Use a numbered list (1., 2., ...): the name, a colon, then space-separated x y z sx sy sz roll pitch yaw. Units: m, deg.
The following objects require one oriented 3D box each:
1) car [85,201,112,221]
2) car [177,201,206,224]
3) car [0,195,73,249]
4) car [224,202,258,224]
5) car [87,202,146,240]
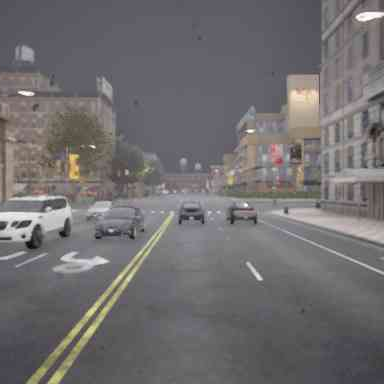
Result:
1. car: -7.140 1.469 26.869 1.812 1.442 4.674 0 0 0
2. car: -0.032 1.454 24.069 1.837 1.490 4.892 0 0 0
3. car: -7.113 1.191 14.764 2.150 2.045 5.566 0 0 -1
4. car: 3.468 1.440 23.945 2.128 1.511 4.902 0 0 0
5. car: -3.521 1.472 16.927 1.837 1.490 4.892 0 0 0
